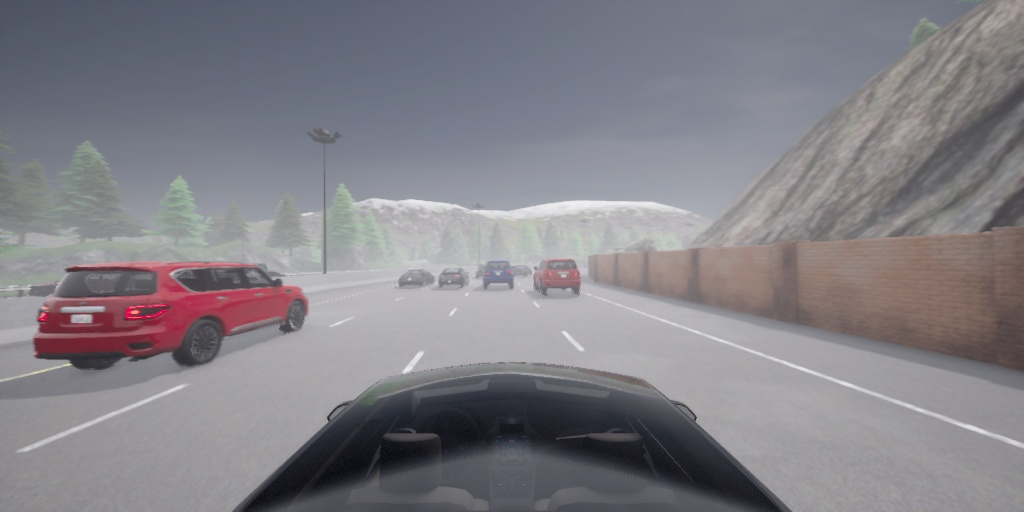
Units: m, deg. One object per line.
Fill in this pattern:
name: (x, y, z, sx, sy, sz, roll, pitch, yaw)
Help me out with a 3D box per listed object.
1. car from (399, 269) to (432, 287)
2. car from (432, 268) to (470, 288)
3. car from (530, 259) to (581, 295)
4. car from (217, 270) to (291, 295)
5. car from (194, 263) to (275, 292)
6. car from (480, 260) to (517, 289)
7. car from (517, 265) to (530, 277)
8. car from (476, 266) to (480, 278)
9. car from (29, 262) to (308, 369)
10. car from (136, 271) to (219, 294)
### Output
car: (-7.790, 1.795, 29.725, 1.994, 1.385, 4.181, -1, -1, 4)
car: (-4.454, 1.655, 28.041, 2.128, 1.511, 4.902, -1, -1, 0)
car: (2.637, 1.206, 21.897, 2.150, 2.045, 5.566, -1, -1, -3)
car: (-18.568, 1.834, 26.152, 1.837, 1.490, 4.892, -1, -1, 0)
car: (-22.092, 1.635, 28.911, 2.150, 2.045, 5.566, -1, -1, 1)
car: (-0.976, 1.326, 27.066, 2.150, 2.045, 5.566, -1, -1, -1)
car: (1.261, 1.825, 43.989, 1.812, 1.442, 4.674, -1, -1, 15)
car: (-2.677, 1.684, 42.492, 2.097, 1.767, 4.553, -1, -1, 12)
car: (-7.180, 1.160, 8.543, 2.150, 2.045, 5.566, -1, -1, -3)
car: (-25.559, 1.949, 27.672, 1.837, 1.490, 4.892, -1, -1, 0)
